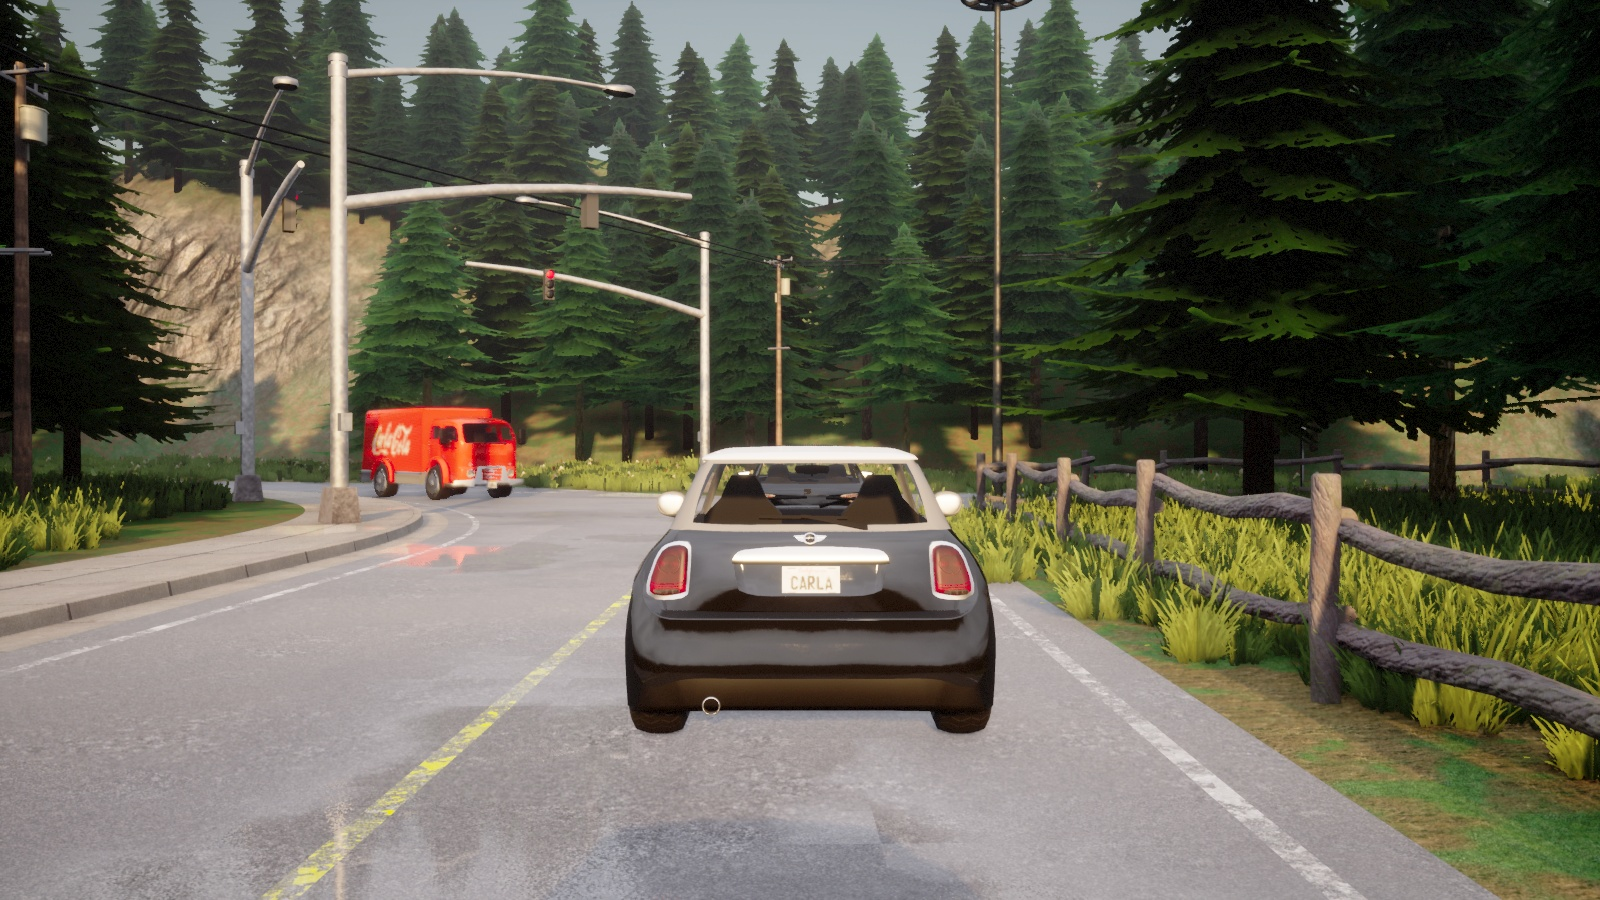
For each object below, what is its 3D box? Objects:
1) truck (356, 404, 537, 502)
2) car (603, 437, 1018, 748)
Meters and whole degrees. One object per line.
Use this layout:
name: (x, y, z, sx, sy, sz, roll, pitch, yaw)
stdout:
truck: (-9.736, 0.057, 34.373, 2.627, 2.467, 5.204, 0, 1, -44)
car: (0.058, 0.668, 7.864, 1.970, 1.475, 3.806, 0, 0, 0)
